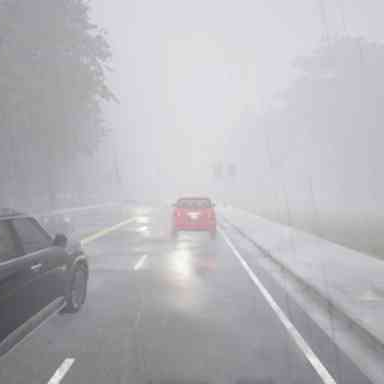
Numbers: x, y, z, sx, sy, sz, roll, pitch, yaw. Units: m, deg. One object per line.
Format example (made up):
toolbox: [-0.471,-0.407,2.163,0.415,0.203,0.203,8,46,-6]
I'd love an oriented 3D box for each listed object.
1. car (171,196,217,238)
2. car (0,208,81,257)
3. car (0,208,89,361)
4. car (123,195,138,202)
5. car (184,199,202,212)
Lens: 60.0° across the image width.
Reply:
car: [0.098,1.195,17.482,2.150,2.045,5.566,0,0,0]
car: [-6.605,1.524,14.048,2.033,1.411,5.357,0,0,0]
car: [-3.153,1.213,4.414,2.150,2.045,5.566,0,0,0]
car: [-9.760,1.174,52.843,1.812,1.442,4.674,0,0,0]
car: [0.092,1.538,39.533,1.994,1.385,4.181,0,0,0]
